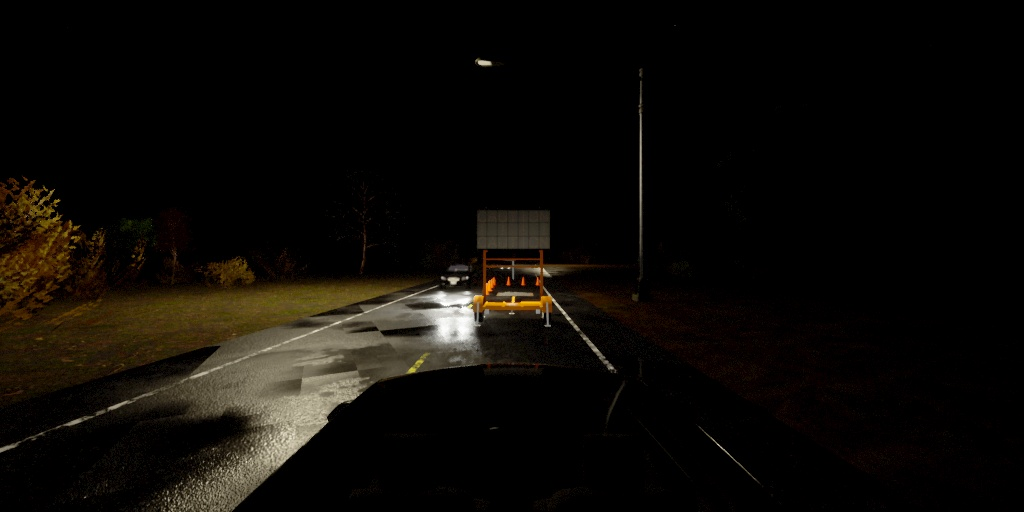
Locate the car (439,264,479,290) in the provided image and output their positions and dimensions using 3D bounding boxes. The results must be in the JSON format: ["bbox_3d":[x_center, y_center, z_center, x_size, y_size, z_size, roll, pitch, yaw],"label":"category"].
[{"bbox_3d":[-3.220,1.240,22.491,2.128,1.511,4.902,0,0,1],"label":"car"}]

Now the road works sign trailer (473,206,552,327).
[{"bbox_3d":[0.039,0.214,11.580,2.380,3.560,2.880,0,0,1],"label":"road works sign trailer"}]
